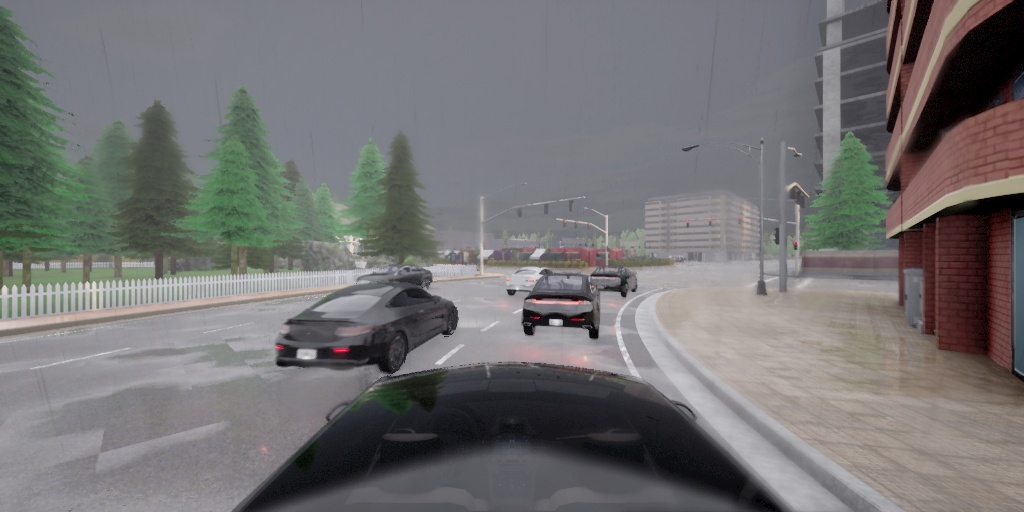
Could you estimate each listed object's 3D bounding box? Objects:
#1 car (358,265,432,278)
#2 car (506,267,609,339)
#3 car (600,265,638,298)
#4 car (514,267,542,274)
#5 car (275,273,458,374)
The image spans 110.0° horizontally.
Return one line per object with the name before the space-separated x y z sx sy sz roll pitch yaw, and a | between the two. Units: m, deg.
car | -6.368 1.242 19.832 2.128 1.511 4.902 0 0 24
car | 1.561 1.241 10.208 2.128 1.511 4.902 0 0 14
car | 5.344 1.241 18.824 2.128 1.511 4.902 0 0 28
car | 1.266 1.275 18.837 1.812 1.442 4.674 0 0 26
car | -2.624 1.276 7.540 1.812 1.442 4.674 0 0 10
